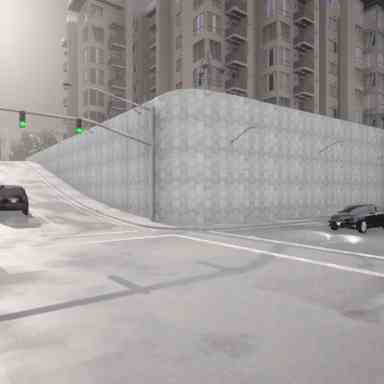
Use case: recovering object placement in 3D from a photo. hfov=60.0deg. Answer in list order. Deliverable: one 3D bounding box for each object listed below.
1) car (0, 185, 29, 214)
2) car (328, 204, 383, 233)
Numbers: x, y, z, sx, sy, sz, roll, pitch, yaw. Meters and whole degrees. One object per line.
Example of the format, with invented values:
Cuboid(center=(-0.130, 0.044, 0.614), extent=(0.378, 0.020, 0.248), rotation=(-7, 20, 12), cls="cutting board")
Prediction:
Cuboid(center=(-13.768, 0.438, 24.950), extent=(2.150, 2.045, 5.566), rotation=(0, 6, -36), cls="car")
Cuboid(center=(10.058, 1.504, 19.747), extent=(4.892, 1.490, 1.837), rotation=(0, 0, -35), cls="car")
